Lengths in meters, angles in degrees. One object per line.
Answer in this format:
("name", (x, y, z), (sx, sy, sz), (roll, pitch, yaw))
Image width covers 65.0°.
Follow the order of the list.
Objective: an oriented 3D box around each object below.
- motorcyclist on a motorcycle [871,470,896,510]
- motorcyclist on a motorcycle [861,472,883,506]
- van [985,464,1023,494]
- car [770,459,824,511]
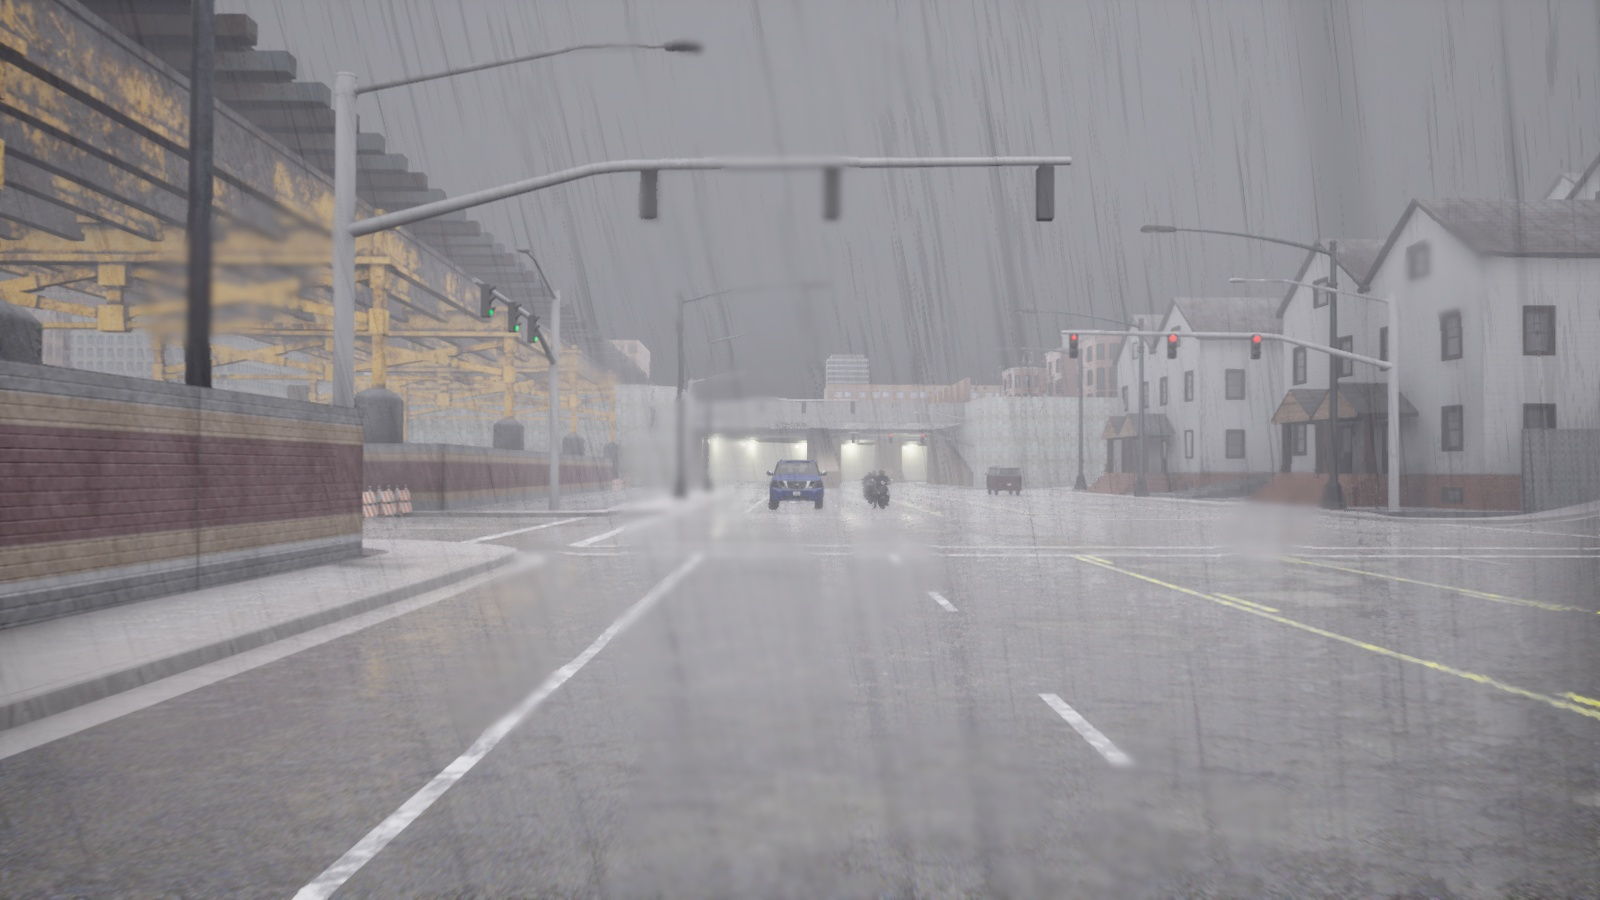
("motorcyclist on a motorcycle", (3.387, 1.611, 51.159), (0.866, 1.590, 1.817), (0, -1, 0))
("motorcyclist on a motorcycle", (3.368, 1.822, 58.839), (0.866, 1.530, 2.191), (0, -1, 0))
("van", (13.837, 1.942, 85.435), (1.775, 1.987, 4.442), (0, -1, -1))
("car", (-0.117, 1.410, 52.349), (2.150, 2.045, 5.566), (0, -1, 0))
